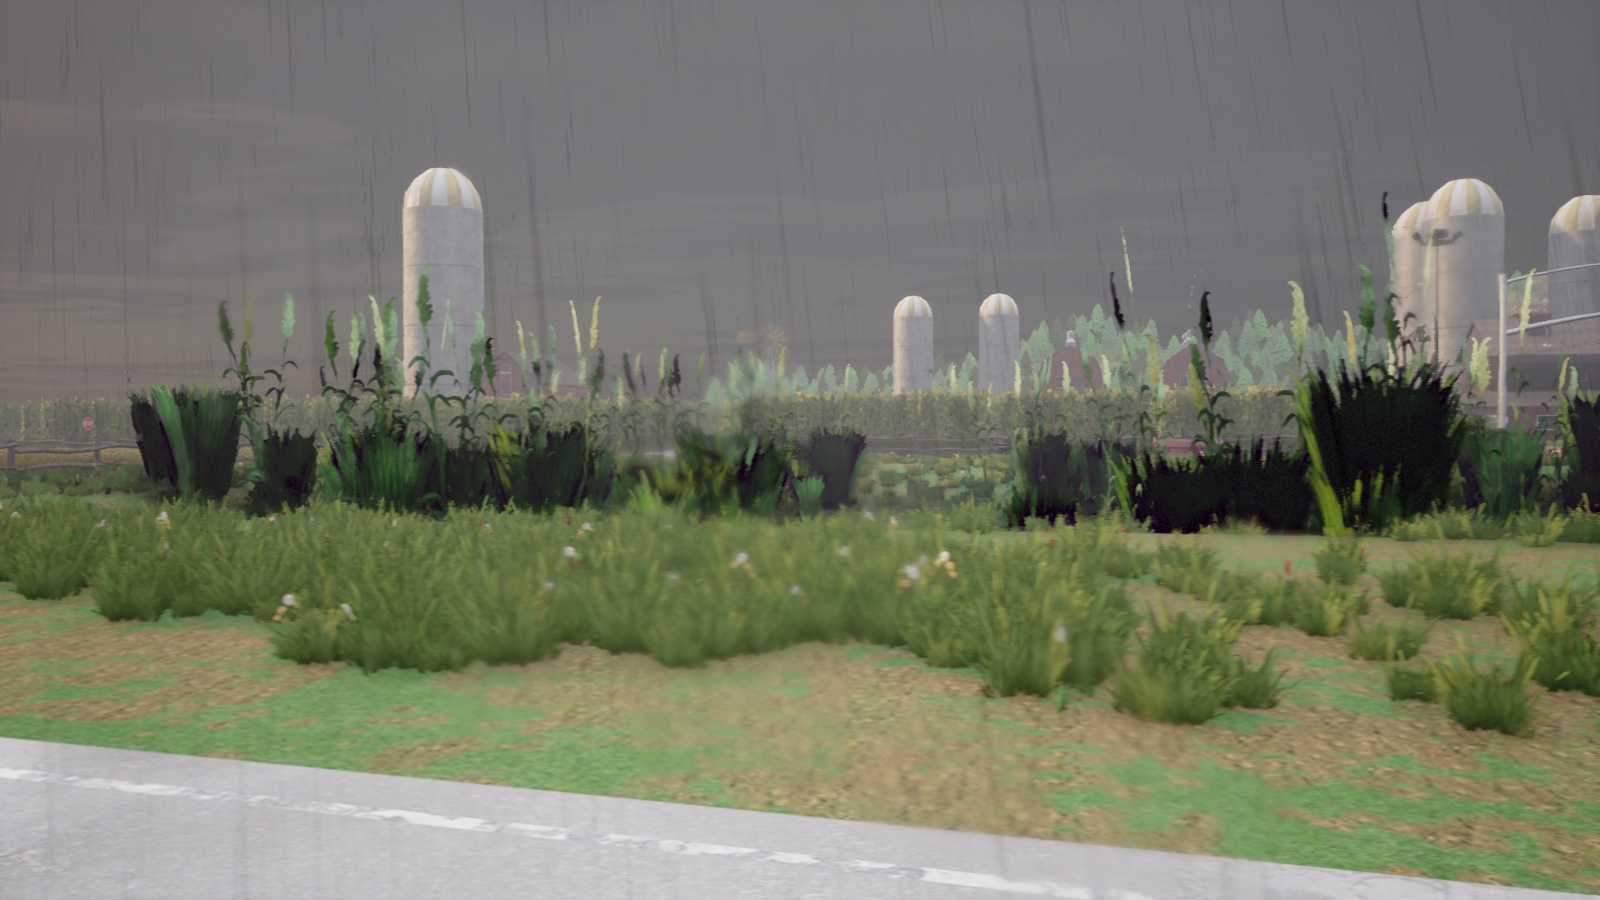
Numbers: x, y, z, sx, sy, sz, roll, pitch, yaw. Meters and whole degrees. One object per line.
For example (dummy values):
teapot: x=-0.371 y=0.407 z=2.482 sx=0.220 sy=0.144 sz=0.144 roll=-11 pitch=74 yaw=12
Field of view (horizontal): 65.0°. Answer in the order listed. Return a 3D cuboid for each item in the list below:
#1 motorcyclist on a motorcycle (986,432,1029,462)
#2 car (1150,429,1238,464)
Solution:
motorcyclist on a motorcycle: x=10.986 y=-0.161 z=66.416 sx=2.191 sy=1.530 sz=0.866 roll=0 pitch=1 yaw=13
car: x=19.214 y=-0.187 z=61.378 sx=3.988 sy=1.617 sz=1.851 roll=0 pitch=1 yaw=13
